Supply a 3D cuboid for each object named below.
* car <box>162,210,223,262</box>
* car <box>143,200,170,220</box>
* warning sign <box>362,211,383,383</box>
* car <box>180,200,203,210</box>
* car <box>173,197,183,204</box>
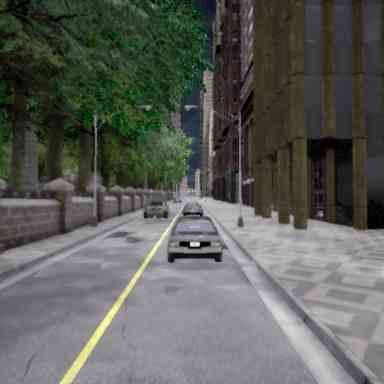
[{"bbox_3d":[0.091,1.611,12.376,2.033,1.411,5.357,0,0,0],"label":"car"},{"bbox_3d":[-3.105,1.504,30.091,2.097,1.767,4.553,0,0,0],"label":"car"},{"bbox_3d":[2.694,1.135,3.410,1.300,1.860,1.060,-1,-2,0],"label":"warning sign"},{"bbox_3d":[0.090,1.732,33.227,1.994,1.385,4.181,0,0,0],"label":"car"},{"bbox_3d":[-3.014,1.834,71.040,1.837,1.490,4.892,0,0,0],"label":"car"}]
